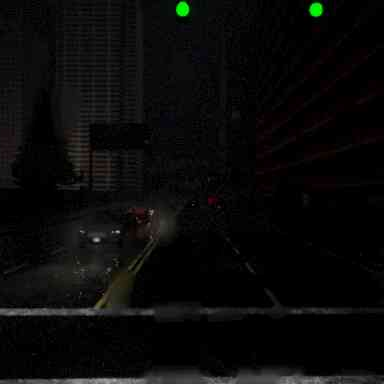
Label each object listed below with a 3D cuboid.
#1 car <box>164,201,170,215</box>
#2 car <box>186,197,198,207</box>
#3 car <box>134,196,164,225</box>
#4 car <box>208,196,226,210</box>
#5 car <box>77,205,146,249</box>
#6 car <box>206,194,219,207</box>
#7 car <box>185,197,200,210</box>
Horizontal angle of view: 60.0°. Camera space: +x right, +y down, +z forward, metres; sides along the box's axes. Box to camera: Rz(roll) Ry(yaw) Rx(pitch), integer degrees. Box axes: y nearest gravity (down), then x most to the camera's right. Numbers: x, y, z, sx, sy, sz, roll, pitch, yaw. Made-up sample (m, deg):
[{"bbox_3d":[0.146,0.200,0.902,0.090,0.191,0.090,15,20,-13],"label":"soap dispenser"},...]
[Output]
[{"bbox_3d":[-3.505,1.621,34.886,1.812,1.442,4.674,0,0,0],"label":"car"},{"bbox_3d":[-0.010,1.657,55.353,1.837,1.490,4.892,0,0,0],"label":"car"},{"bbox_3d":[-3.572,1.424,24.908,2.097,1.767,4.553,0,0,0],"label":"car"},{"bbox_3d":[3.493,1.644,44.822,1.837,1.490,4.892,0,0,0],"label":"car"},{"bbox_3d":[-3.595,1.541,14.983,2.128,1.511,4.902,0,0,0],"label":"car"},{"bbox_3d":[3.491,1.383,54.707,2.150,2.045,5.566,0,0,0],"label":"car"},{"bbox_3d":[0.095,1.696,46.440,1.994,1.385,4.181,0,0,0],"label":"car"}]
